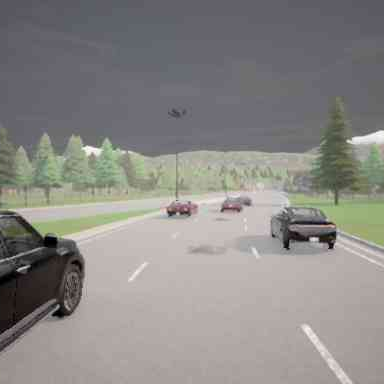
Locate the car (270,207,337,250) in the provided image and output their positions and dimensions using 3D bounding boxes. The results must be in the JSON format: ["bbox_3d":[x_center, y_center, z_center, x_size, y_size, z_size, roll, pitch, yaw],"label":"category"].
[{"bbox_3d":[4.412,1.367,13.718,2.128,1.511,4.902,0,1,6],"label":"car"}]

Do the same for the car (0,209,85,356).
[{"bbox_3d":[-3.190,1.183,4.145,2.150,2.045,5.566,0,0,1],"label":"car"}]

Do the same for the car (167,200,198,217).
[{"bbox_3d":[-0.687,1.353,27.932,1.895,1.301,4.718,0,1,10],"label":"car"}]

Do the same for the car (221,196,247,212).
[{"bbox_3d":[4.172,1.261,33.969,1.994,1.385,4.181,0,1,13],"label":"car"}]

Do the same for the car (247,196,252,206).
[{"bbox_3d":[7.028,1.160,45.240,1.994,1.385,4.181,0,1,15],"label":"car"}]
